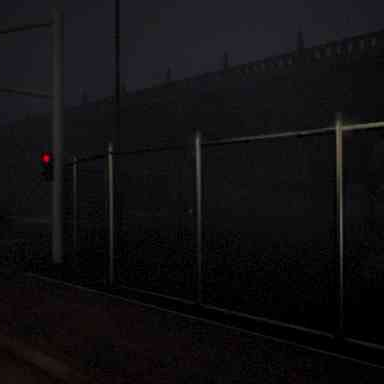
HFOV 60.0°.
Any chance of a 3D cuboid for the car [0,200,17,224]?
[{"bbox_3d":[-15.260,1.464,23.922,2.097,1.767,4.553,0,0,35],"label":"car"}]
